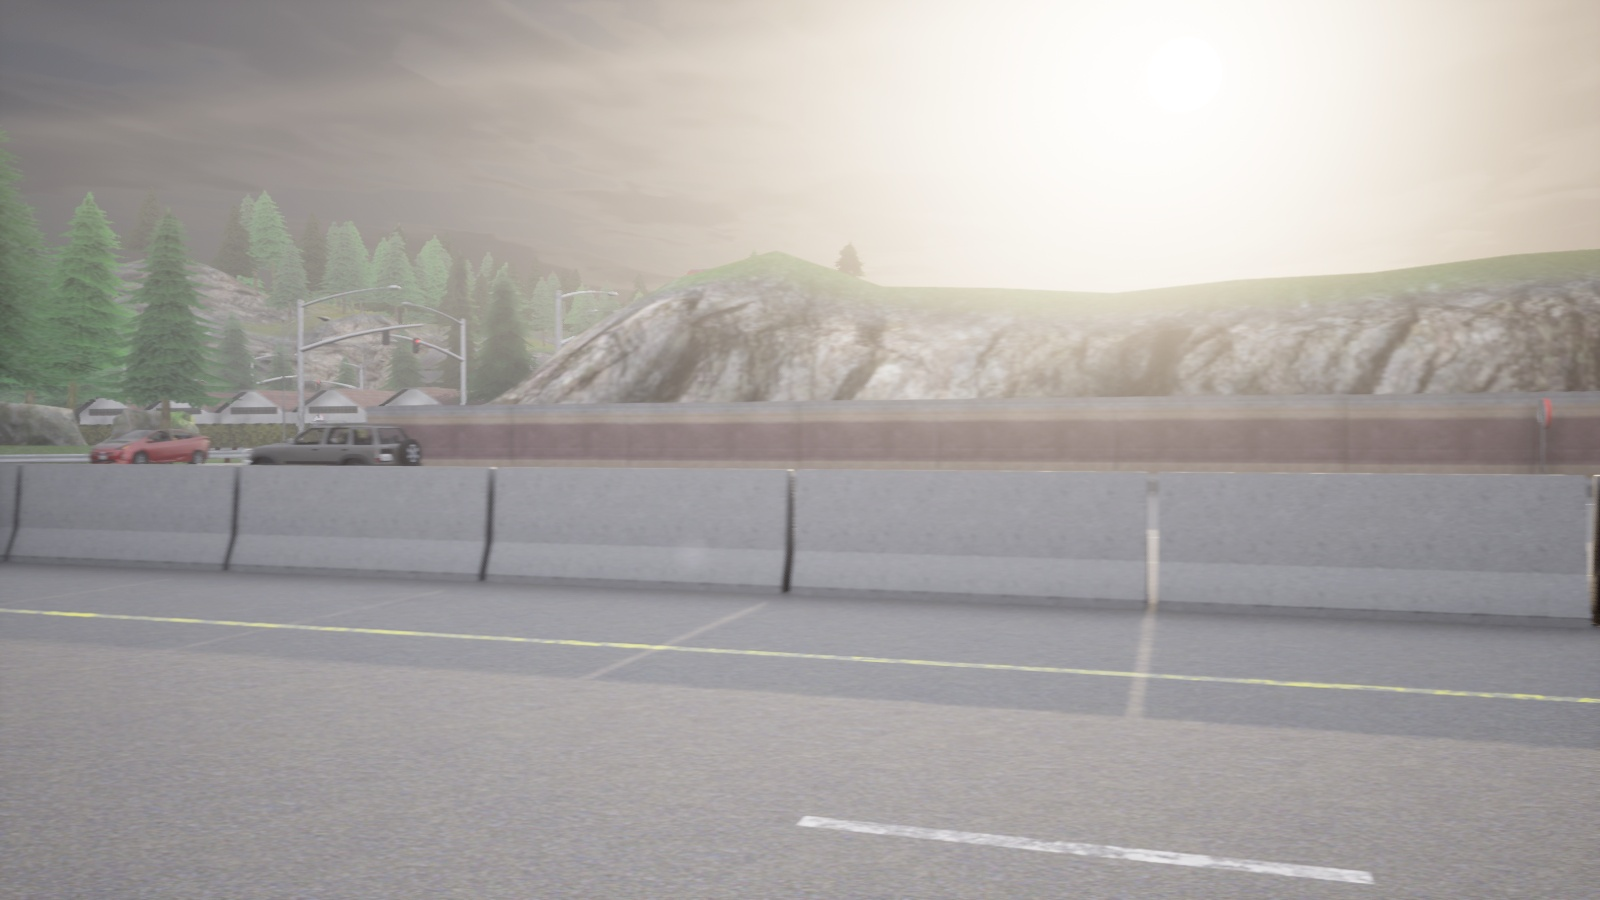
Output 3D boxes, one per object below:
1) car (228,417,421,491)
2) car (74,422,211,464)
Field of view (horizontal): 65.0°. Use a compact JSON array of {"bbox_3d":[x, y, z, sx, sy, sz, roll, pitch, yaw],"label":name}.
[{"bbox_3d":[-12.589,0.062,33.276,4.605,1.855,1.932,1,1,18],"label":"car"},{"bbox_3d":[-25.048,-0.289,48.064,2.007,1.525,4.514,1,1,18],"label":"car"}]
